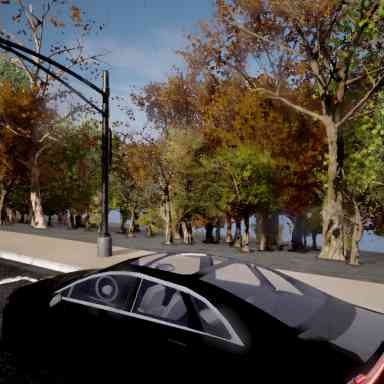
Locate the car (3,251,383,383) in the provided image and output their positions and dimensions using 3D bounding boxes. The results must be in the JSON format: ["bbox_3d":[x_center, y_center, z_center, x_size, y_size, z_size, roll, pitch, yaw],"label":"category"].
[{"bbox_3d":[-0.382,1.491,3.963,4.902,1.511,2.128,0,0,36],"label":"car"}]
